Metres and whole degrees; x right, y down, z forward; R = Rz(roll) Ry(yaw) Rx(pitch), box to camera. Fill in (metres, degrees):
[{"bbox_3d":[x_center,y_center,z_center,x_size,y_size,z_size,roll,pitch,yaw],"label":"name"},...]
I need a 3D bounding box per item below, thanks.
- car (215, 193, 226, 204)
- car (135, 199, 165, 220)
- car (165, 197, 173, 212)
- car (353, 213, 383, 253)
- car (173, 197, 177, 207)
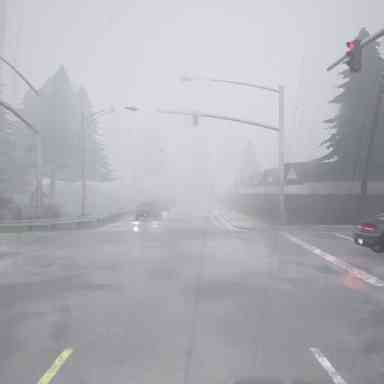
[{"bbox_3d":[6.882,1.206,60.868,5.566,2.045,2.150,0,0,-22],"label":"car"},{"bbox_3d":[-3.611,1.505,28.043,1.837,1.490,4.892,0,0,0],"label":"car"},{"bbox_3d":[-3.602,1.564,38.288,1.994,1.385,4.181,0,0,0],"label":"car"},{"bbox_3d":[7.766,1.313,10.577,4.892,1.490,1.837,0,0,-1],"label":"car"},{"bbox_3d":[-3.432,1.496,51.576,1.837,1.490,4.892,-1,2,5],"label":"car"}]
